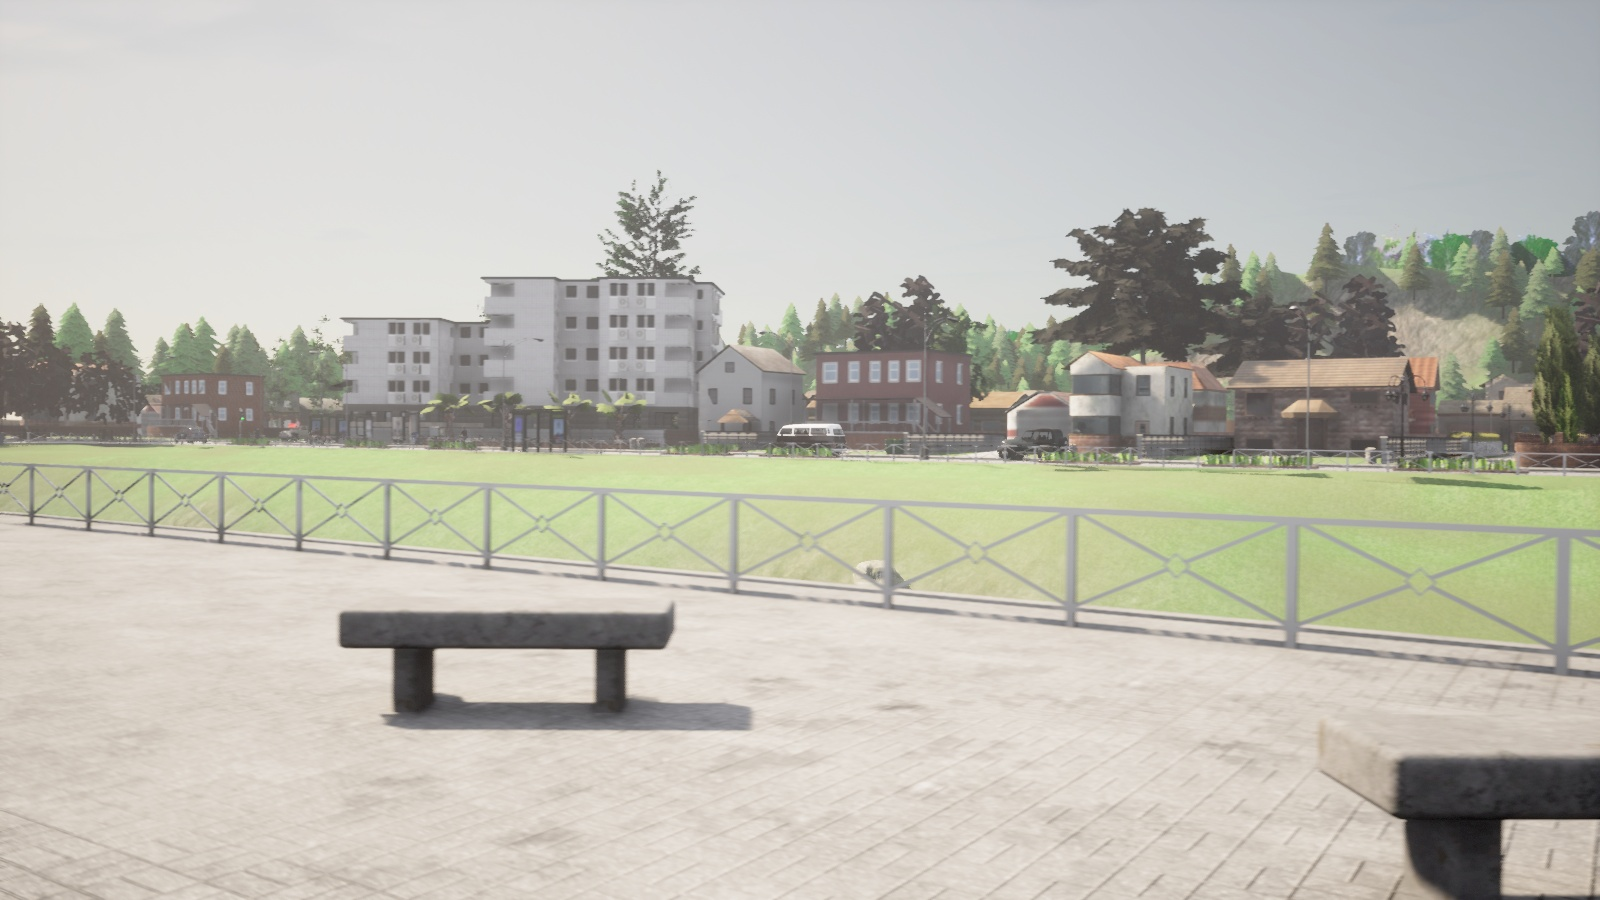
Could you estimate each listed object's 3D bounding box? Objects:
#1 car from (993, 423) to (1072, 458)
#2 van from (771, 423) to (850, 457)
[{"bbox_3d":[12.907,-0.541,69.702,3.866,1.878,1.905,0,1,34],"label":"car"},{"bbox_3d":[0.635,-0.613,77.859,4.480,2.038,2.069,0,1,34],"label":"van"}]
